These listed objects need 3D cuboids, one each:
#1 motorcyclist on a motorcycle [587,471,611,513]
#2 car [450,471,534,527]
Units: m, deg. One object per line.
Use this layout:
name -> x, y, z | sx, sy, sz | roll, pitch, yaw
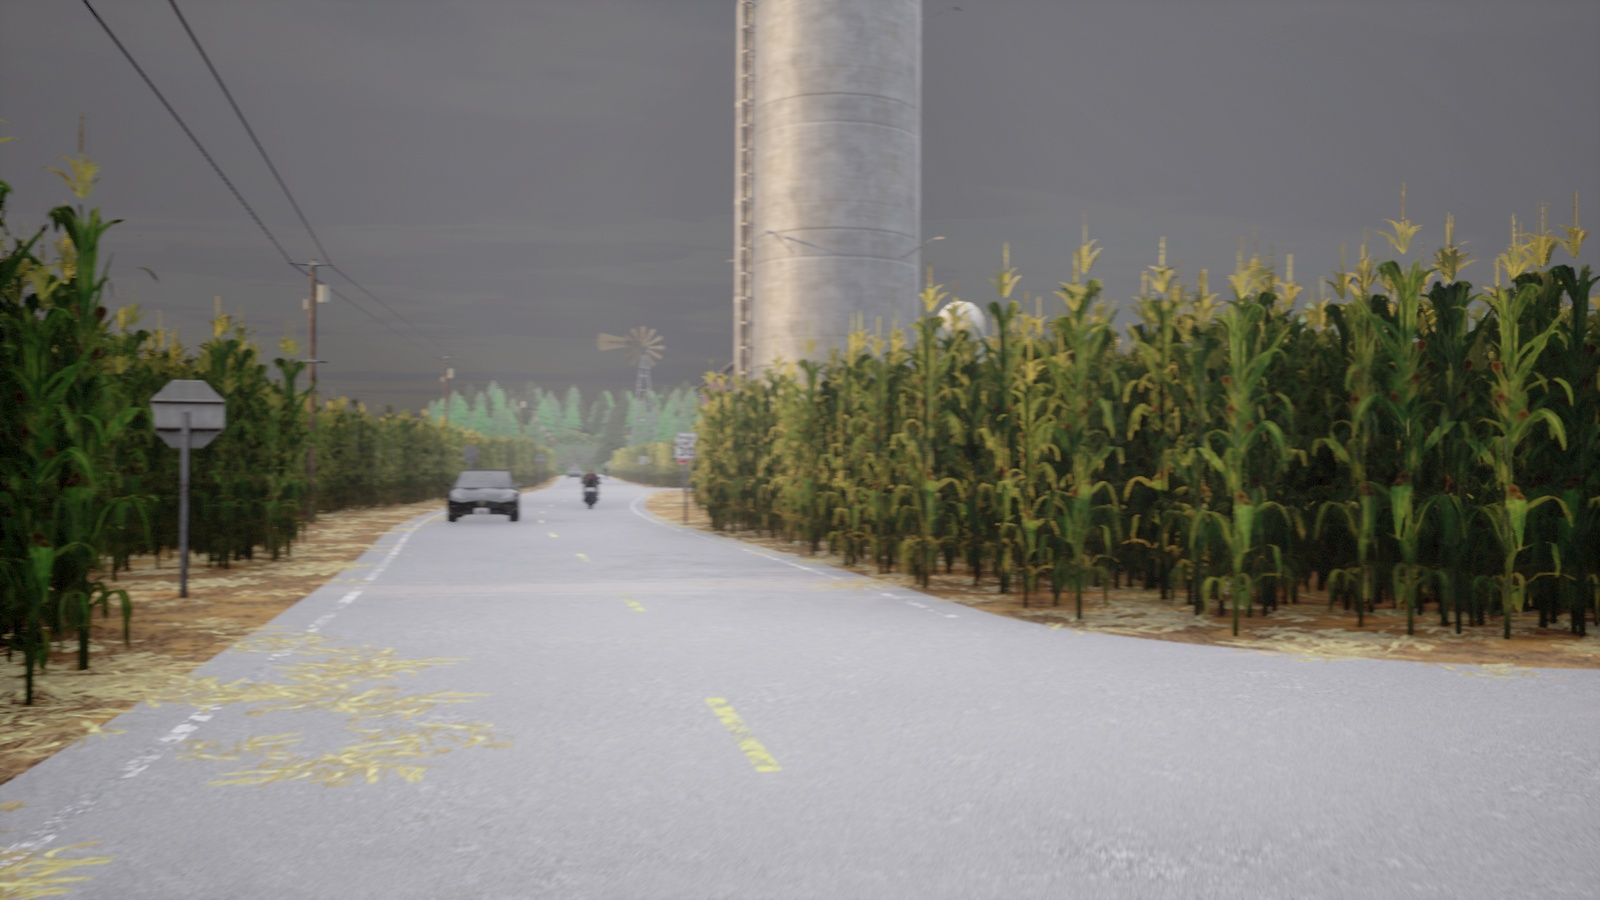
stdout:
motorcyclist on a motorcycle -> -7.584, 1.574, 47.461 | 0.866, 1.530, 2.191 | 0, -1, -9
car -> -8.928, 1.378, 36.746 | 2.163, 1.488, 4.792 | 0, -1, -11
